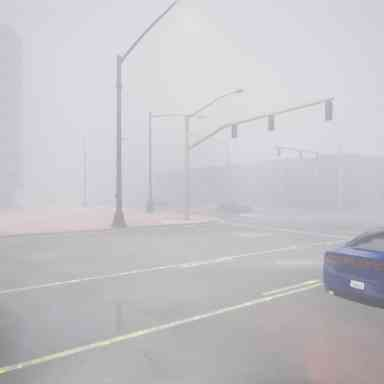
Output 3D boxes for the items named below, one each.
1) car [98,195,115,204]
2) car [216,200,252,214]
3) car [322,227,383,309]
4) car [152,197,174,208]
[{"bbox_3d":[-16.744,1.349,65.128,2.097,1.767,4.553,0,0,-35],"label":"car"},{"bbox_3d":[4.405,1.564,35.300,1.994,1.385,4.181,0,0,-34],"label":"car"},{"bbox_3d":[4.928,1.478,7.262,5.008,1.535,1.882,0,0,-35],"label":"car"},{"bbox_3d":[-4.421,1.492,47.703,2.128,1.511,4.902,0,0,-35],"label":"car"}]
